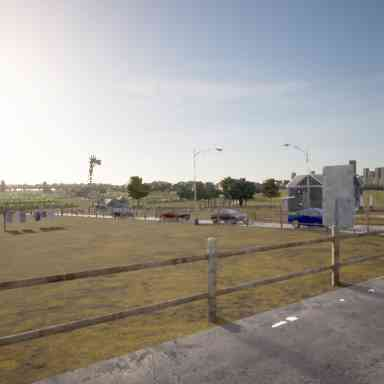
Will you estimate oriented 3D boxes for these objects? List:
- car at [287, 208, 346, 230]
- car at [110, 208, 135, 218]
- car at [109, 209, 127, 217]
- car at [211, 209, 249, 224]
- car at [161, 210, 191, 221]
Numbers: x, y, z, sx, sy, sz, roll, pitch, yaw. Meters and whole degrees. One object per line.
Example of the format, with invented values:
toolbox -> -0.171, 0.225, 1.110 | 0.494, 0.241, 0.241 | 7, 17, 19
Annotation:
car -> 9.753, 2.029, 25.659 | 1.882, 1.535, 5.008 | 0, -2, -36
car -> -11.288, 3.395, 55.215 | 2.097, 1.767, 4.553 | 0, -2, -36
car -> -14.348, 4.004, 64.388 | 1.994, 1.385, 4.181 | 0, -3, -36
car -> 3.778, 2.485, 34.001 | 1.812, 1.442, 4.674 | 0, -2, -36
car -> -2.100, 2.973, 42.226 | 1.895, 1.301, 4.718 | 0, -2, -36
